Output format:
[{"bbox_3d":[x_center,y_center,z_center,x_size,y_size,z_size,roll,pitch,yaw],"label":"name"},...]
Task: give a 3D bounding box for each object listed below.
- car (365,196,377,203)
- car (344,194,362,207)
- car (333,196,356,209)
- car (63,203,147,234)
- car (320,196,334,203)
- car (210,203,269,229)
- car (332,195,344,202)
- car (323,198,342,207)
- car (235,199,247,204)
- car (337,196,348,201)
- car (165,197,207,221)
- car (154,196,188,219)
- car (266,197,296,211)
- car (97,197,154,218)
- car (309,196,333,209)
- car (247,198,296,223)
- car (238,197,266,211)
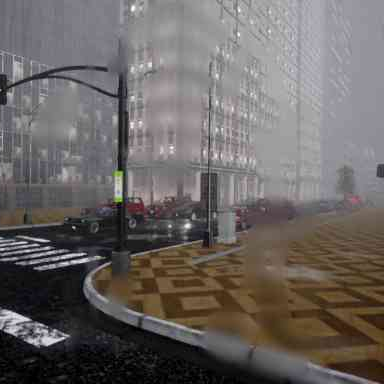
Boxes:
[{"bbox_3d":[39.521,1.598,73.493,1.967,1.590,4.097,1,1,35],"label":"car"},{"bbox_3d":[25.438,1.366,52.848,2.150,2.045,5.566,1,1,35],"label":"car"},{"bbox_3d":[21.410,1.656,47.086,1.812,1.442,4.674,1,1,35],"label":"car"},{"bbox_3d":[-5.118,1.595,19.715,1.895,1.301,4.718,1,1,35],"label":"car"},{"bbox_3d":[29.884,1.617,73.513,1.802,1.307,4.206,1,1,35],"label":"car"},{"bbox_3d":[3.270,1.668,22.006,1.802,1.307,4.206,1,0,35],"label":"car"},{"bbox_3d":[36.192,1.571,82.433,1.752,1.417,4.829,1,1,35],"label":"car"},{"bbox_3d":[23.117,1.659,54.566,1.994,1.385,4.181,1,1,35],"label":"car"},{"bbox_3d":[5.785,1.511,35.153,2.128,1.511,4.902,1,1,35],"label":"car"},{"bbox_3d":[39.478,1.624,87.080,1.947,1.339,4.313,1,1,35],"label":"car"},{"bbox_3d":[0.324,1.485,27.438,1.882,1.535,5.008,1,1,35],"label":"car"},{"bbox_3d":[-1.795,1.283,28.933,2.192,1.841,5.009,1,0,35],"label":"car"},{"bbox_3d":[11.734,1.525,43.493,2.128,1.511,4.902,1,1,36],"label":"car"},{"bbox_3d":[-5.451,1.275,23.763,2.192,1.841,5.009,1,0,35],"label":"car"},{"bbox_3d":[18.268,1.649,47.711,1.994,1.385,4.181,1,1,36],"label":"car"},{"bbox_3d":[6.759,1.409,26.934,2.192,1.841,5.009,1,0,35],"label":"car"},{"bbox_3d":[7.707,1.431,42.260,1.967,1.590,4.097,1,0,35],"label":"car"}]
